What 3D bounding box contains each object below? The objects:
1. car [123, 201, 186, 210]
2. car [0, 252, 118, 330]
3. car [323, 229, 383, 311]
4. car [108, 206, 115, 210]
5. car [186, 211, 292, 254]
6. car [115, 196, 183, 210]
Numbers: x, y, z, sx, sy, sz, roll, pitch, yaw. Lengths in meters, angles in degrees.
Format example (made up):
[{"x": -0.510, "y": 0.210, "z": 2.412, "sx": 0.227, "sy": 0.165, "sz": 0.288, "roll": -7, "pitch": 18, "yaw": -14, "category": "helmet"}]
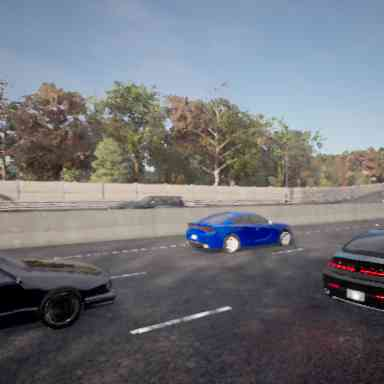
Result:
[{"x": -1.895, "y": 1.629, "z": 24.139, "sx": 5.357, "sy": 1.411, "sz": 2.033, "roll": 0, "pitch": 0, "yaw": -36, "category": "car"}, {"x": -3.982, "y": 1.545, "z": 5.207, "sx": 5.357, "sy": 1.411, "sz": 2.033, "roll": 0, "pitch": 0, "yaw": -36, "category": "car"}, {"x": 4.809, "y": 1.556, "z": 7.181, "sx": 4.892, "sy": 1.490, "sz": 1.837, "roll": 0, "pitch": 0, "yaw": -36, "category": "car"}, {"x": -6.254, "y": 1.622, "z": 33.932, "sx": 4.674, "sy": 1.442, "sz": 1.812, "roll": 0, "pitch": 0, "yaw": -35, "category": "car"}, {"x": 2.099, "y": 1.540, "z": 13.841, "sx": 5.008, "sy": 1.535, "sz": 1.882, "roll": 0, "pitch": 0, "yaw": -36, "category": "car"}, {"x": -3.088, "y": 1.311, "z": 27.587, "sx": 5.566, "sy": 2.045, "sz": 2.150, "roll": 1, "pitch": 0, "yaw": -36, "category": "car"}]
